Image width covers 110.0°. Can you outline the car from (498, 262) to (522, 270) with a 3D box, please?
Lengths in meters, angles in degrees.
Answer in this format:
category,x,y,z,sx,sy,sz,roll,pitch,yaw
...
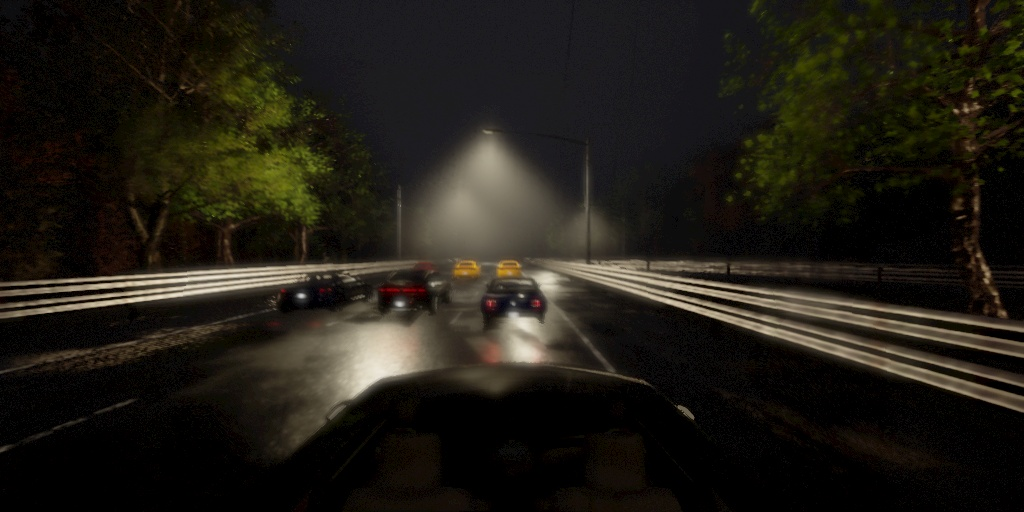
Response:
category,x,y,z,sx,sy,sz,roll,pitch,yaw
car,-0.179,1.205,30.310,1.882,1.535,5.008,0,0,-1

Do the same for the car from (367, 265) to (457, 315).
category,x,y,z,sx,sy,sz,roll,pitch,yaw
car,-3.460,1.241,13.473,1.837,1.490,4.892,0,0,0

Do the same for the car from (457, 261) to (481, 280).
category,x,y,z,sx,sy,sz,roll,pitch,yaw
car,-3.682,1.207,30.378,1.882,1.535,5.008,0,0,-1

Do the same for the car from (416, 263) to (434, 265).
category,x,y,z,sx,sy,sz,roll,pitch,yaw
car,-7.171,1.256,29.750,1.812,1.442,4.674,0,0,-1

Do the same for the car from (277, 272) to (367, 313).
category,x,y,z,sx,sy,sz,roll,pitch,yaw
car,-6.964,1.302,13.862,1.994,1.385,4.181,0,0,0

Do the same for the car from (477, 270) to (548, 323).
category,x,y,z,sx,sy,sz,roll,pitch,yaw
car,0.050,1.338,12.082,1.895,1.301,4.718,0,0,0
